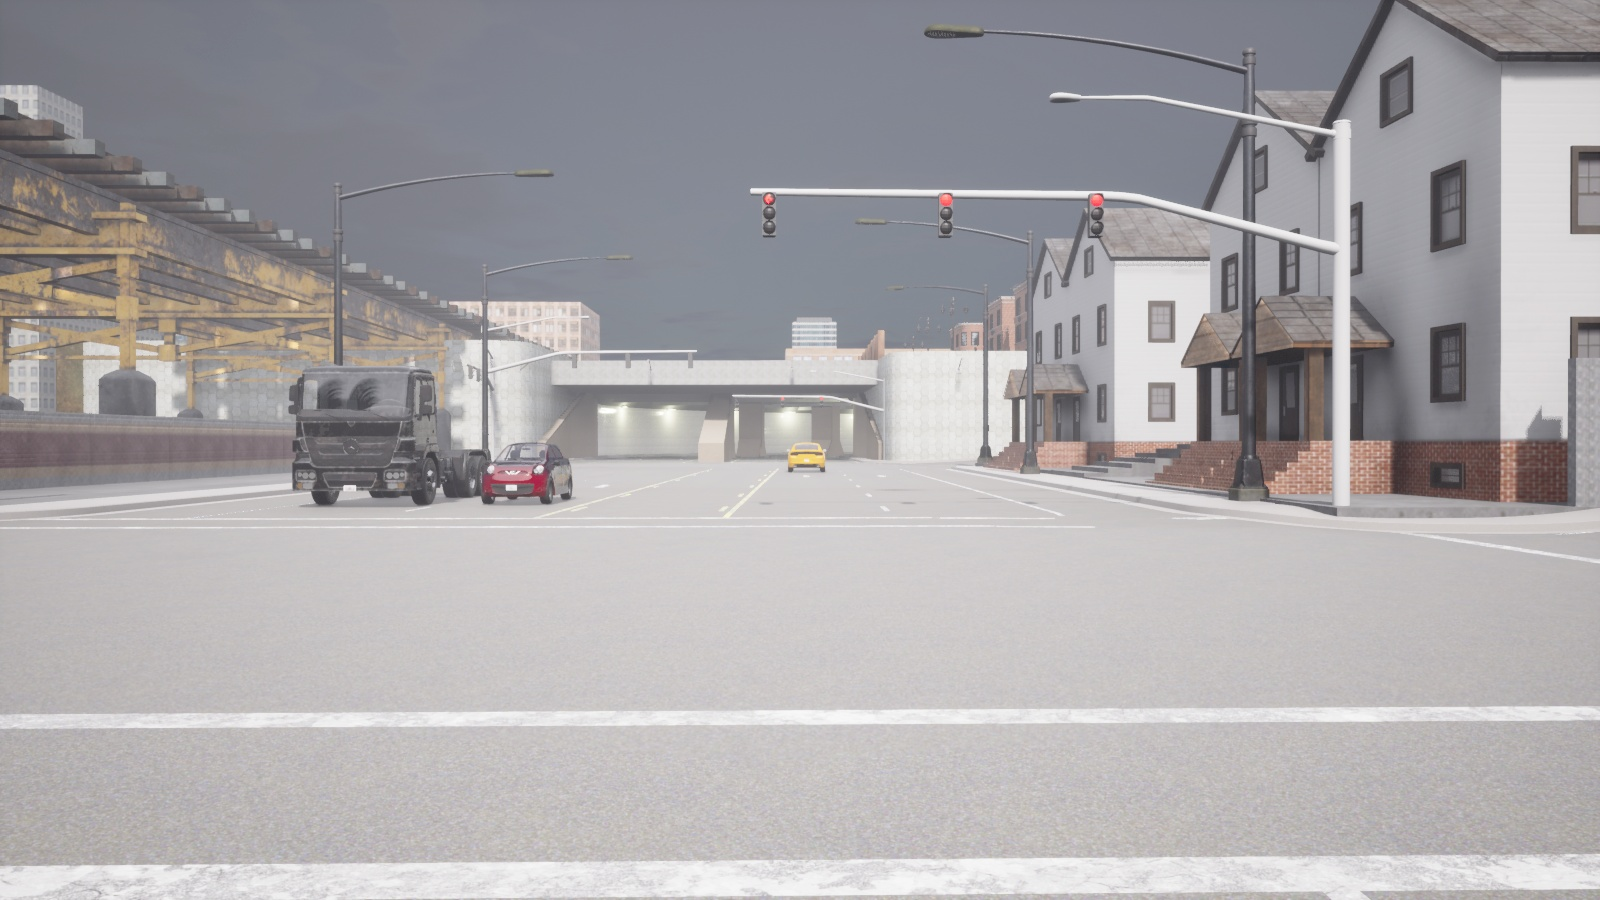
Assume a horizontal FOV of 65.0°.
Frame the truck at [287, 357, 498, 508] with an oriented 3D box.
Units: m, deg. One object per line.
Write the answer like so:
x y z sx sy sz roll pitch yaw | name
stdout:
-10.319 -0.429 32.822 2.891 3.462 7.936 0 0 0 | truck

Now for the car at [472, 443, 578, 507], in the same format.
-6.827 0.577 31.538 1.845 1.501 3.633 0 0 0 | car

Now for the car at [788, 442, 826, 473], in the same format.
0.343 0.357 65.105 1.882 1.535 5.008 0 0 0 | car
